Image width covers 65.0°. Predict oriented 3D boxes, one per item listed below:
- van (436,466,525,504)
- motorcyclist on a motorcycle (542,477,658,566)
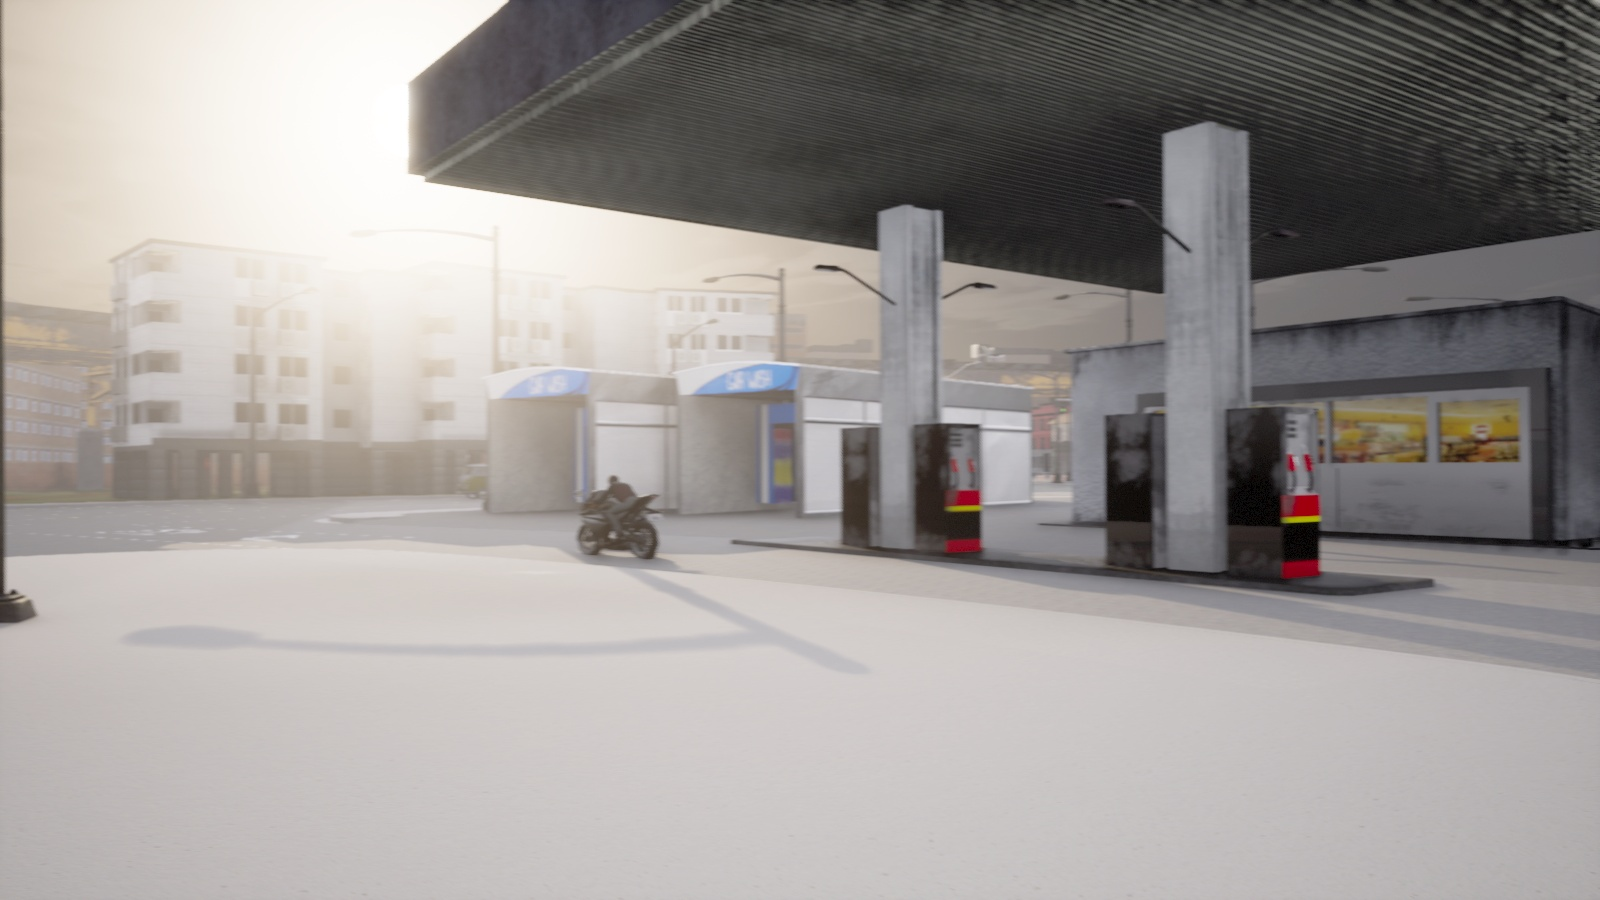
[{"bbox_3d":[-17.837,1.943,70.227,4.442,1.987,1.775,0,-1,-37],"label":"van"},{"bbox_3d":[-3.642,1.264,22.733,2.191,1.530,0.866,-2,-1,42],"label":"motorcyclist on a motorcycle"}]
